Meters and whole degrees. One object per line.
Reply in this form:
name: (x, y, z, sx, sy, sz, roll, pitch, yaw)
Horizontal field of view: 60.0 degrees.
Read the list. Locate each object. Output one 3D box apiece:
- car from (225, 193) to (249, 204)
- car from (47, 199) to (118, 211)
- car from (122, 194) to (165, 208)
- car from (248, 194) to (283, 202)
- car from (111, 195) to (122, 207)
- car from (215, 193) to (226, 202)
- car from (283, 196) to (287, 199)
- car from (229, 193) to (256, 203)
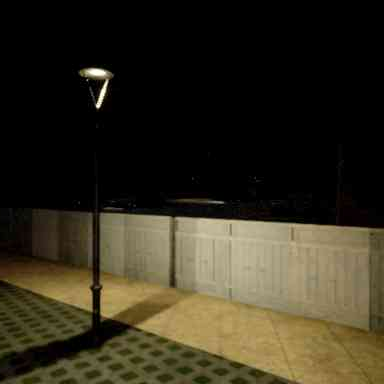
car: (7.546, 1.156, 47.550, 2.033, 1.411, 5.357, 3, 3, 42)
car: (-8.379, 1.539, 24.937, 1.837, 1.490, 4.892, 3, 3, 42)
car: (-5.256, 1.130, 38.350, 1.837, 1.490, 4.892, 3, 3, 42)
car: (10.112, 1.250, 45.540, 1.837, 1.490, 4.892, 3, 3, 42)
car: (-8.211, 1.023, 39.903, 1.812, 1.442, 4.674, 3, 3, 42)
car: (5.604, 0.857, 55.188, 1.994, 1.385, 4.181, 3, 3, 42)
car: (13.894, 1.034, 54.699, 1.812, 1.442, 4.674, 3, 3, 42)
car: (8.126, 0.916, 53.128, 1.882, 1.535, 5.008, 3, 3, 42)
